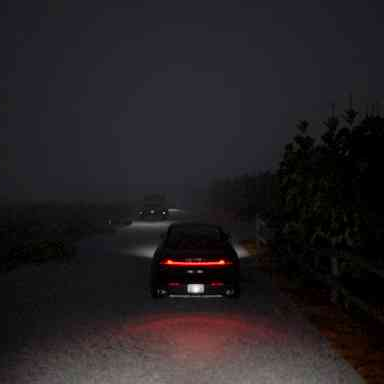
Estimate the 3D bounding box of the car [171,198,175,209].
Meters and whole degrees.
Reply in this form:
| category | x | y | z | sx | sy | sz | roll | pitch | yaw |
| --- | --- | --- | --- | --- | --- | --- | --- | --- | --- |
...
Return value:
| category | x | y | z | sx | sy | sz | roll | pitch | yaw |
| --- | --- | --- | --- | --- | --- | --- | --- | --- | --- |
| car | -3.204 | 1.516 | 43.476 | 1.994 | 1.385 | 4.181 | 0 | 0 | 0 |

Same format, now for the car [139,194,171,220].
| category | x | y | z | sx | sy | sz | roll | pitch | yaw |
| --- | --- | --- | --- | --- | --- | --- | --- | --- | --- |
| car | -3.170 | 1.190 | 28.559 | 2.150 | 2.045 | 5.566 | 0 | 0 | -2 |

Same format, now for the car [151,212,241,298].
| category | x | y | z | sx | sy | sz | roll | pitch | yaw |
| --- | --- | --- | --- | --- | --- | --- | --- | --- | --- |
| car | 0.079 | 1.495 | 8.452 | 1.837 | 1.490 | 4.892 | 0 | 0 | 0 |
